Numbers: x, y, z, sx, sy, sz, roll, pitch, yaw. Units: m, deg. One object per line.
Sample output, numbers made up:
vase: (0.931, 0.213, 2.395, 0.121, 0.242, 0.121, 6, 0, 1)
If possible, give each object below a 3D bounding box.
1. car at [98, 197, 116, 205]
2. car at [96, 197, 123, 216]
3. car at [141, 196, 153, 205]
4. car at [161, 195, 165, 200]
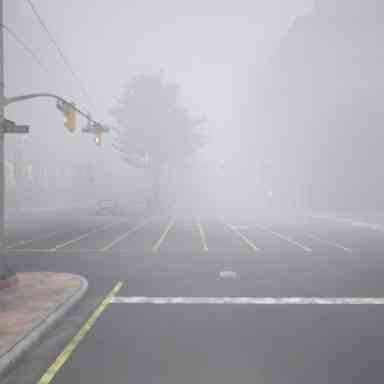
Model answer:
car: (-14.796, 1.569, 57.955, 1.895, 1.301, 4.718, 0, 0, 0)
car: (-8.024, 1.546, 32.685, 1.812, 1.442, 4.674, 0, 0, 0)
car: (-8.048, 1.507, 59.747, 2.128, 1.511, 4.902, 0, 1, 0)
car: (-8.068, 1.514, 85.487, 1.994, 1.385, 4.181, 0, 0, 0)
